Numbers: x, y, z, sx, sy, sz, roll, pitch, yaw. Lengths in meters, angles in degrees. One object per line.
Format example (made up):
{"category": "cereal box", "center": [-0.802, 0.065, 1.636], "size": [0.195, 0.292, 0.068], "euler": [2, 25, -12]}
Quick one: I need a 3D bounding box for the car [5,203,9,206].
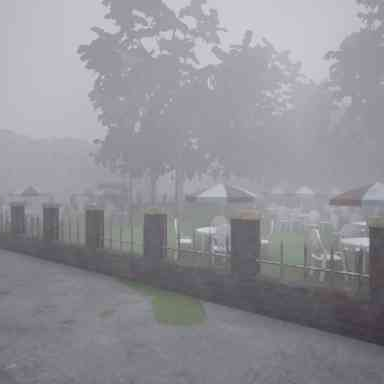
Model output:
{"category": "car", "center": [-20.424, 1.491, 33.855], "size": [2.128, 1.511, 4.902], "euler": [0, 0, 39]}
